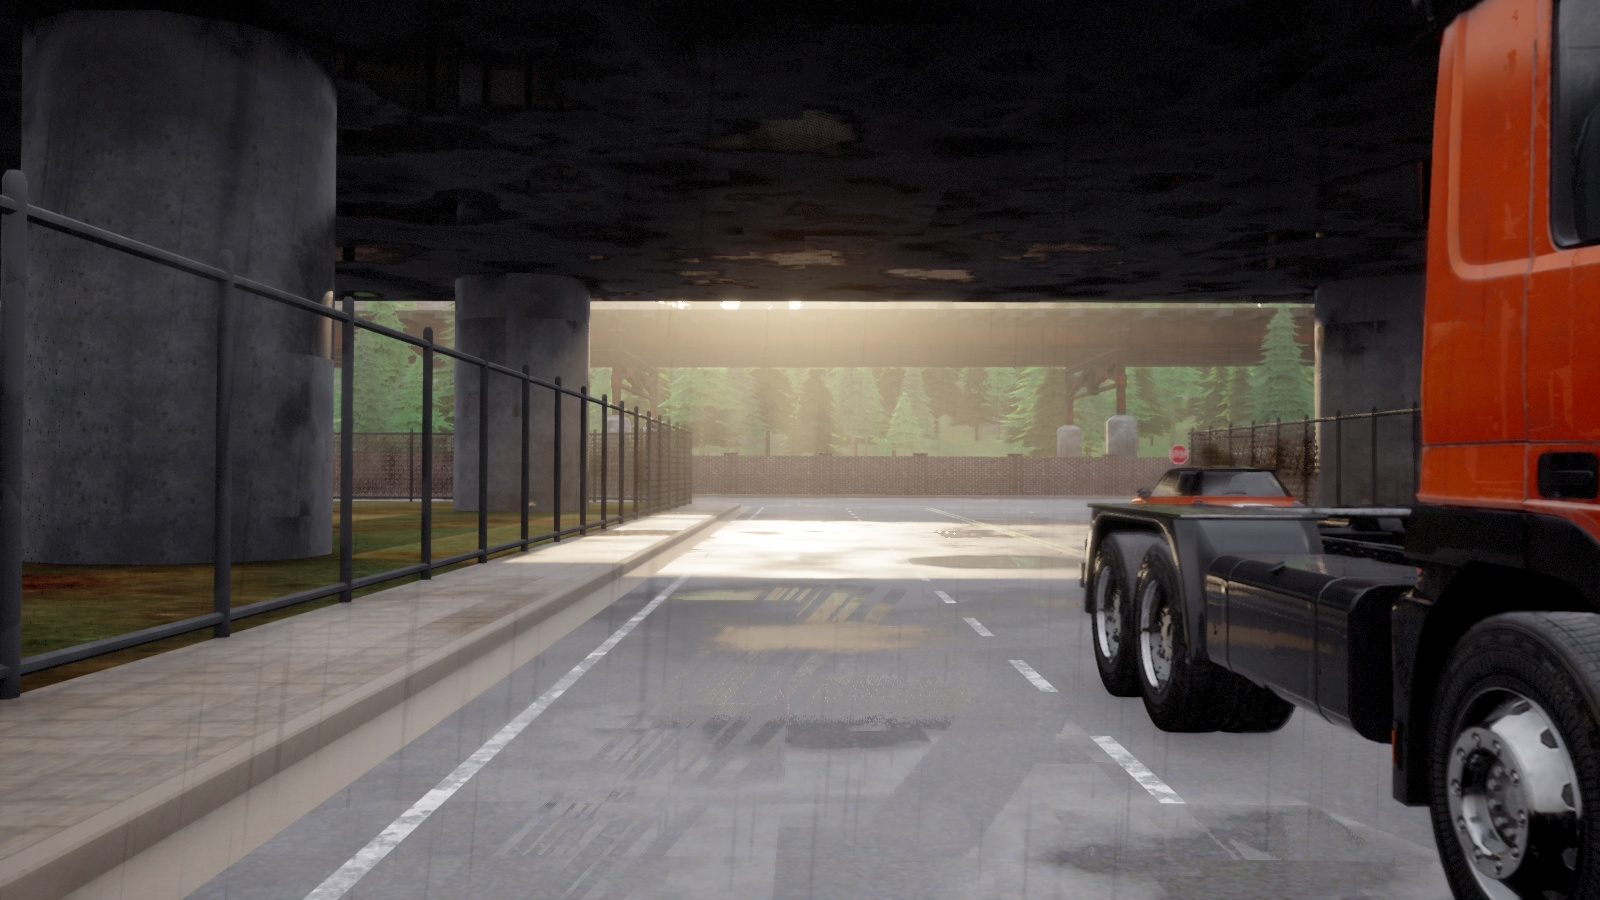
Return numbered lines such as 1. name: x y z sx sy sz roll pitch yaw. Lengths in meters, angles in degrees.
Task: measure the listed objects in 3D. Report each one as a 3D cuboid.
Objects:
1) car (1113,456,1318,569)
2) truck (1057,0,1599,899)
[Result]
1. car: 7.088 1.013 21.990 2.097 1.767 4.553 0 -1 0
2. truck: 3.521 -0.081 6.116 2.891 3.462 7.936 0 -1 0
